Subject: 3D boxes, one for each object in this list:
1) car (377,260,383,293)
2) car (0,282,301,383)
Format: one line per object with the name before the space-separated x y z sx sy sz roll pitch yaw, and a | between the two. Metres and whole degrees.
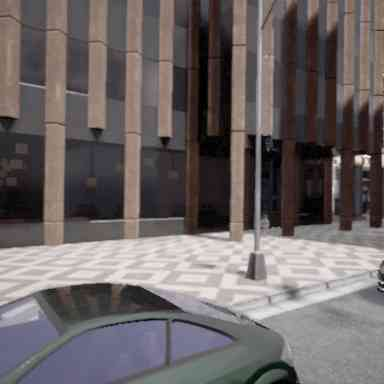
car | 6.168 1.591 7.656 4.892 1.490 1.837 1 0 -35
car | -1.045 1.554 2.659 4.181 1.385 1.994 1 0 -35
